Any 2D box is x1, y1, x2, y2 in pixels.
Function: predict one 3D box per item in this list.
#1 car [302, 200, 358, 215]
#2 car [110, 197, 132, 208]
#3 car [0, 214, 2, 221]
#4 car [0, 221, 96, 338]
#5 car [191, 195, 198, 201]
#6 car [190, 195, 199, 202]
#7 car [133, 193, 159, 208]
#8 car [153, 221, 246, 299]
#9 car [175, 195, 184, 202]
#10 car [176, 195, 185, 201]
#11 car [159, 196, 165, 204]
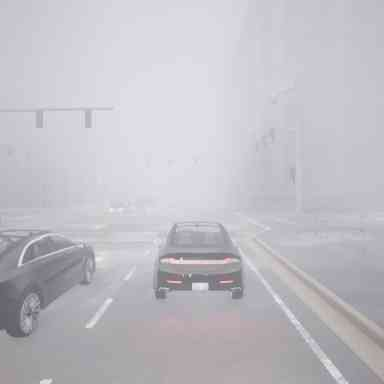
[{"bbox_3d":[13.447,1.490,32.892,5.357,1.411,2.033,0,0,0],"label":"car"},{"bbox_3d":[-10.262,1.562,47.074,1.994,1.385,4.181,0,0,0],"label":"car"},{"bbox_3d":[-13.844,1.317,20.260,4.553,1.767,2.097,0,0,22],"label":"car"},{"bbox_3d":[-3.398,1.491,6.607,2.128,1.511,4.902,0,0,1],"label":"car"},{"bbox_3d":[0.611,1.457,85.378,1.882,1.535,5.008,0,0,0],"label":"car"},{"bbox_3d":[0.546,1.589,76.334,1.895,1.301,4.718,0,0,0],"label":"car"},{"bbox_3d":[-6.735,1.219,49.393,2.150,2.045,5.566,0,0,2],"label":"car"},{"bbox_3d":[0.136,1.491,8.426,2.128,1.511,4.902,0,0,0],"label":"car"},{"bbox_3d":[-2.959,1.494,75.701,1.837,1.490,4.892,0,0,0],"label":"car"},{"bbox_3d":[-2.889,1.519,85.404,2.033,1.411,5.357,0,0,0],"label":"car"},{"bbox_3d":[-6.648,1.489,59.606,2.128,1.511,4.902,0,0,1],"label":"car"}]
